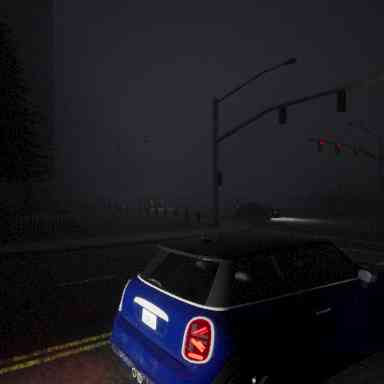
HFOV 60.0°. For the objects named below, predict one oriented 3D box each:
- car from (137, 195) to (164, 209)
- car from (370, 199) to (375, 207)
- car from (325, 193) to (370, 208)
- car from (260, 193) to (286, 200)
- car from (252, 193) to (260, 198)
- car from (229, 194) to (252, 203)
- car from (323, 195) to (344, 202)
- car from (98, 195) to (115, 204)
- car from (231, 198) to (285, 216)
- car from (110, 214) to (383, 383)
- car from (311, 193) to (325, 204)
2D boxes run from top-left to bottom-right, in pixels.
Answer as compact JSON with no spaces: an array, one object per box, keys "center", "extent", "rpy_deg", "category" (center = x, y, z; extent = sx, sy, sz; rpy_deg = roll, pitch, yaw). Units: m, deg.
[{"center":[-5.815,1.353,46.394],"extent":[2.097,1.767,4.553],"rpy_deg":[0,0,-36],"category":"car"},{"center":[23.422,1.156,46.878],"extent":[1.905,1.878,3.866],"rpy_deg":[0,0,-36],"category":"car"},{"center":[21.034,1.153,45.243],"extent":[1.932,1.855,4.605],"rpy_deg":[0,0,-36],"category":"car"},{"center":[15.492,1.395,62.674],"extent":[1.970,1.475,3.806],"rpy_deg":[0,0,-36],"category":"car"},{"center":[13.787,1.364,80.000],"extent":[1.784,1.438,3.905],"rpy_deg":[0,0,-36],"category":"car"},{"center":[11.429,1.395,78.321],"extent":[1.970,1.475,3.806],"rpy_deg":[0,0,-36],"category":"car"},{"center":[31.599,1.364,74.179],"extent":[1.784,1.438,3.905],"rpy_deg":[0,0,-36],"category":"car"},{"center":[-15.436,1.331,59.960],"extent":[2.128,1.511,4.902],"rpy_deg":[0,0,-36],"category":"car"},{"center":[5.966,1.564,30.032],"extent":[1.994,1.385,4.181],"rpy_deg":[0,0,-37],"category":"car"},{"center":[1.288,1.352,4.718],"extent":[4.553,1.767,2.097],"rpy_deg":[0,0,-35],"category":"car"},{"center":[29.203,1.153,72.551],"extent":[1.932,1.855,4.605],"rpy_deg":[0,0,-36],"category":"car"}]
